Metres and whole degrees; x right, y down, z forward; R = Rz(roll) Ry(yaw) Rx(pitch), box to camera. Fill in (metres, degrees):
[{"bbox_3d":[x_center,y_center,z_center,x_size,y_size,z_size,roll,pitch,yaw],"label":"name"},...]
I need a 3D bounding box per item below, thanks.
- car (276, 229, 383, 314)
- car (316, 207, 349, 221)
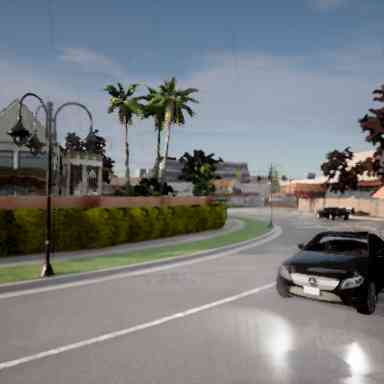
[{"bbox_3d":[3.774,1.688,8.226,1.812,1.442,4.674,0,-1,39],"label":"car"},{"bbox_3d":[15.799,2.419,37.668,1.837,1.490,4.892,1,-1,-6],"label":"car"}]
